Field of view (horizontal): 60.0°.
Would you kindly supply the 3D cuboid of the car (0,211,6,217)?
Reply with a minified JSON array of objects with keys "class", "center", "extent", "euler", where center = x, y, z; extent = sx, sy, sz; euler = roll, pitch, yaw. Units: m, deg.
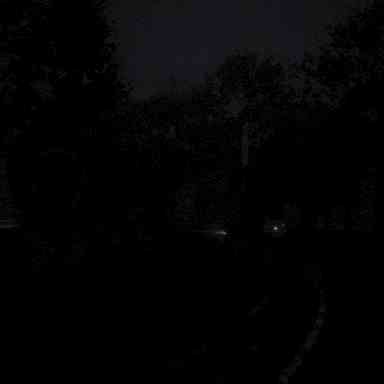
[{"class":"car","center":[-44.946,5.433,78.129],"extent":[2.150,2.045,5.566],"euler":[1,-6,-25]}]

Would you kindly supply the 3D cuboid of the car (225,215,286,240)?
[{"class":"car","center":[3.854,2.108,20.866],"extent":[1.994,1.385,4.181],"euler":[1,-1,-28]}]

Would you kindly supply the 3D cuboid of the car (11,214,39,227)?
[{"class":"car","center":[-12.390,2.149,28.771],"extent":[5.008,1.535,1.882],"euler":[0,-2,-4]}]

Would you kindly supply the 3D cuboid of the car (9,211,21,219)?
[{"class":"car","center":[-37.666,4.937,70.990],"extent":[2.033,1.411,5.357],"euler":[1,-6,-25]}]
